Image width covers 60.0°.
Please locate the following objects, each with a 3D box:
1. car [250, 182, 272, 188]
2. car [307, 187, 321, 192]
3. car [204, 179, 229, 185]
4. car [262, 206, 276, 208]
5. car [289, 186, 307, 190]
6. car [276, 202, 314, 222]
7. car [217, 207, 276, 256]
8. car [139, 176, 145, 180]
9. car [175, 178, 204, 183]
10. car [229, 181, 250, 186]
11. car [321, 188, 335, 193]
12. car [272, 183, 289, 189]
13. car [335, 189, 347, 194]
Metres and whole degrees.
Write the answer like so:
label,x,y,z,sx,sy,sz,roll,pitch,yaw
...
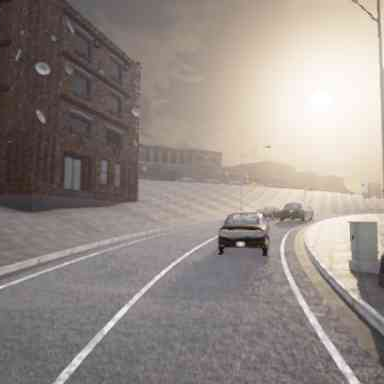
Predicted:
label,x,y,z,sx,sy,sz,roll,pitch,yaw
car,13.864,-1.243,71.237,5.008,1.535,2.097,3,-5,-29
car,28.116,-0.381,80.031,4.674,1.452,2.002,3,-6,-33
car,4.130,-1.741,65.933,4.892,1.521,2.231,3,-5,-27
car,7.673,2.134,33.972,1.994,1.385,4.181,-3,-3,35
car,23.486,-0.670,77.041,4.792,1.488,2.163,3,-6,-32
car,9.677,1.739,30.415,2.097,1.767,4.553,-3,-2,32
car,2.248,1.597,13.747,2.128,1.511,4.902,-1,-1,14
car,-10.544,-2.484,58.510,4.553,1.767,2.185,2,-5,-27
car,-0.788,-1.957,63.436,4.892,1.521,2.231,2,-5,-27
car,9.025,-1.459,68.530,4.674,1.452,2.002,3,-5,-28
car,32.600,-0.137,83.069,4.892,1.521,2.231,4,-6,-34
car,18.623,-1.106,74.041,4.553,1.767,2.185,3,-6,-30
car,37.190,0.058,86.337,4.553,1.767,2.185,4,-6,-35
